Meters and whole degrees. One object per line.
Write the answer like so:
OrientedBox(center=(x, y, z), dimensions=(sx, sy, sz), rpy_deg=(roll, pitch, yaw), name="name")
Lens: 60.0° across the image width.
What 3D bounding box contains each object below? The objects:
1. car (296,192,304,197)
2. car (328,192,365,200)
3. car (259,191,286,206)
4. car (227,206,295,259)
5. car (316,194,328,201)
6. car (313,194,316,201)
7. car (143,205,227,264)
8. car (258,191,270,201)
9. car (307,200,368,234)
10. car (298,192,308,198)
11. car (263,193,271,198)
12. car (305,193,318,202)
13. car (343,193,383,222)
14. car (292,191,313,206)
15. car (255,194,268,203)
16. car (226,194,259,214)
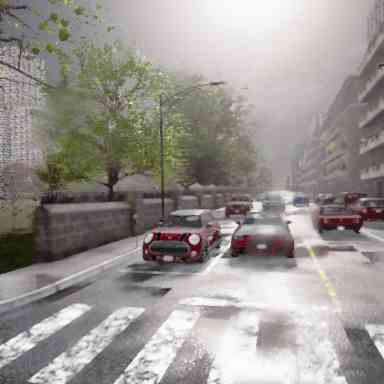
OrientedBox(center=(29.051, 0.646, 89.523), dimensions=(1.947, 1.339, 4.313), rpy_deg=(-1, 0, 15), name="car")
OrientedBox(center=(12.140, 0.901, 25.434), dimensions=(2.192, 1.841, 5.009), rpy_deg=(-1, 0, 15), name="car")
OrientedBox(center=(7.893, 1.058, 32.038), dimensions=(2.097, 1.767, 4.553), rpy_deg=(-2, 0, 15), name="car")
OrientedBox(center=(2.580, 1.428, 11.937), dimensions=(1.994, 1.385, 4.181), rpy_deg=(-2, 0, 14), name="car")
OrientedBox(center=(16.204, 0.969, 39.098), dimensions=(1.837, 1.490, 4.892), rpy_deg=(-2, 0, 15), name="car")
OrientedBox(center=(17.993, 0.937, 45.867), dimensions=(1.812, 1.442, 4.674), rpy_deg=(-2, 0, 15), name="car")
OrientedBox(center=(-0.184, 1.385, 11.552), dimensions=(1.967, 1.590, 4.097), rpy_deg=(-1, 0, 15), name="car")
OrientedBox(center=(15.314, 0.796, 70.298), dimensions=(2.192, 1.841, 5.009), rpy_deg=(-1, 0, 15), name="car")
OrientedBox(center=(7.303, 1.329, 17.192), dimensions=(1.895, 1.301, 4.718), rpy_deg=(-2, 0, 15), name="car")
OrientedBox(center=(26.232, 0.730, 78.841), dimensions=(1.947, 1.339, 4.313), rpy_deg=(-1, 0, 15), name="car")
OrientedBox(center=(19.543, 0.920, 86.321), dimensions=(1.947, 1.339, 4.313), rpy_deg=(-1, 0, 15), name="car")
OrientedBox(center=(20.640, 0.857, 57.643), dimensions=(1.752, 1.417, 4.829), rpy_deg=(-1, 0, 15), name="car")
OrientedBox(center=(10.733, 1.069, 20.094), dimensions=(1.967, 1.590, 4.097), rpy_deg=(-1, 0, 15), name="car")
OrientedBox(center=(14.061, 1.003, 43.046), dimensions=(1.882, 1.535, 5.008), rpy_deg=(-2, 0, 15), name="car")
OrientedBox(center=(12.498, 1.116, 59.618), dimensions=(2.008, 1.369, 4.403), rpy_deg=(-1, 0, 15), name="car")
OrientedBox(center=(4.042, 1.134, 27.573), dimensions=(2.192, 1.841, 5.009), rpy_deg=(-1, 0, 15), name="car")
